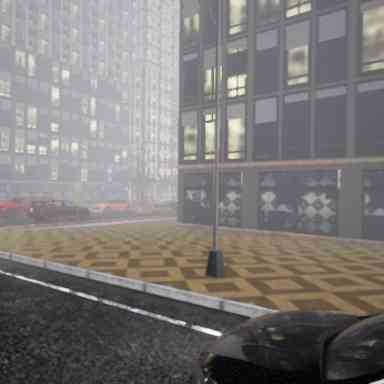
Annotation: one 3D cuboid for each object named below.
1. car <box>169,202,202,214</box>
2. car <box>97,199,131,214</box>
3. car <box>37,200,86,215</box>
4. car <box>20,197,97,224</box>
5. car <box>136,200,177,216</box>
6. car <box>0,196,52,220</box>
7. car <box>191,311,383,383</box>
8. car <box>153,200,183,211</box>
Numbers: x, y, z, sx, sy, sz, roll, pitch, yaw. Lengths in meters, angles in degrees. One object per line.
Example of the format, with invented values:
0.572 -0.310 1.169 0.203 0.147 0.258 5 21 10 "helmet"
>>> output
-0.702 1.958 40.748 1.802 1.307 4.206 0 0 36 "car"
-9.337 1.582 38.787 2.097 1.767 4.553 1 0 37 "car"
-14.249 1.674 36.521 1.752 1.417 4.829 0 0 36 "car"
-10.759 1.543 27.144 2.192 1.841 5.009 0 0 36 "car"
-3.954 1.854 36.349 1.752 1.417 4.829 0 0 36 "car"
-15.353 1.363 30.664 2.150 2.045 5.566 1 0 37 "car"
2.221 1.503 2.100 4.892 1.490 1.837 -1 0 36 "car"
-3.344 1.882 46.862 1.994 1.385 4.181 1 0 38 "car"
